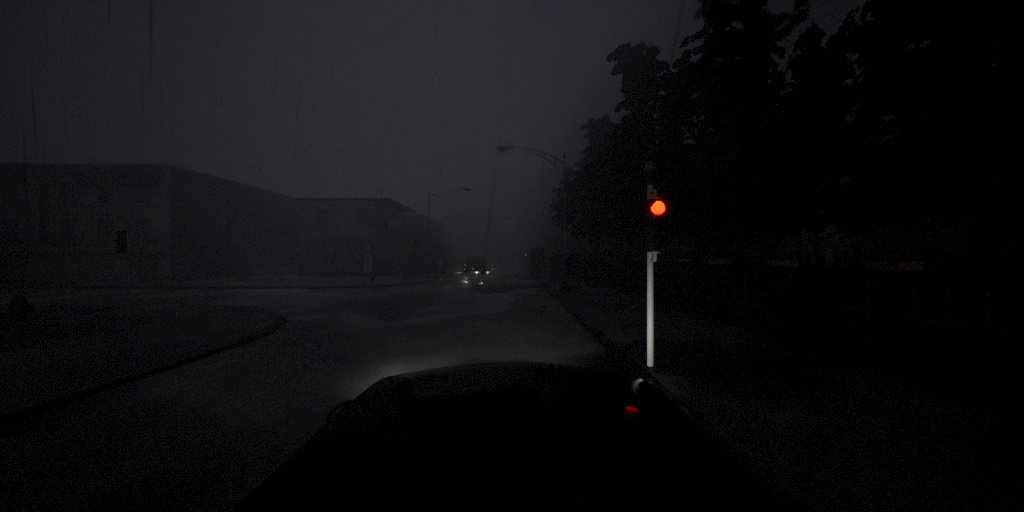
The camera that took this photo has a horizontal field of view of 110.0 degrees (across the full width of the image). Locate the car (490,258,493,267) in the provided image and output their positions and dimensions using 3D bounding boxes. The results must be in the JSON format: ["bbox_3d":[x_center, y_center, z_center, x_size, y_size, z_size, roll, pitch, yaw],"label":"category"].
[{"bbox_3d":[-4.056,1.351,50.331,1.895,1.301,4.718,0,0,0],"label":"car"}]

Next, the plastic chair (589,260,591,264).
[{"bbox_3d":[13.765,1.304,62.421,0.730,1.272,0.750,0,0,-35],"label":"plastic chair"}]

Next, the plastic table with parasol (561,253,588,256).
[{"bbox_3d":[10.016,0.684,57.837,2.482,2.480,2.482,0,0,-40],"label":"plastic table with parasol"}]

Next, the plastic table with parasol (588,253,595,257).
[{"bbox_3d":[14.718,0.673,63.308,2.482,2.480,2.482,0,0,-42],"label":"plastic table with parasol"}]

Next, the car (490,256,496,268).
[{"bbox_3d":[-3.998,0.972,62.618,2.150,2.045,5.566,0,0,2],"label":"car"}]

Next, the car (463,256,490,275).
[{"bbox_3d":[-4.070,0.971,40.154,2.150,2.045,5.566,0,0,0],"label":"car"}]

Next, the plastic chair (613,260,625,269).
[{"bbox_3d":[16.066,1.296,54.095,0.750,1.272,0.730,0,0,-40],"label":"plastic chair"}]

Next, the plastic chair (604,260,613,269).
[{"bbox_3d":[14.359,1.306,54.193,0.730,1.272,0.750,0,0,-35],"label":"plastic chair"}]

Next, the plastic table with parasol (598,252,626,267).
[{"bbox_3d":[15.334,0.694,55.094,2.482,2.480,2.482,0,0,-40],"label":"plastic table with parasol"}]
